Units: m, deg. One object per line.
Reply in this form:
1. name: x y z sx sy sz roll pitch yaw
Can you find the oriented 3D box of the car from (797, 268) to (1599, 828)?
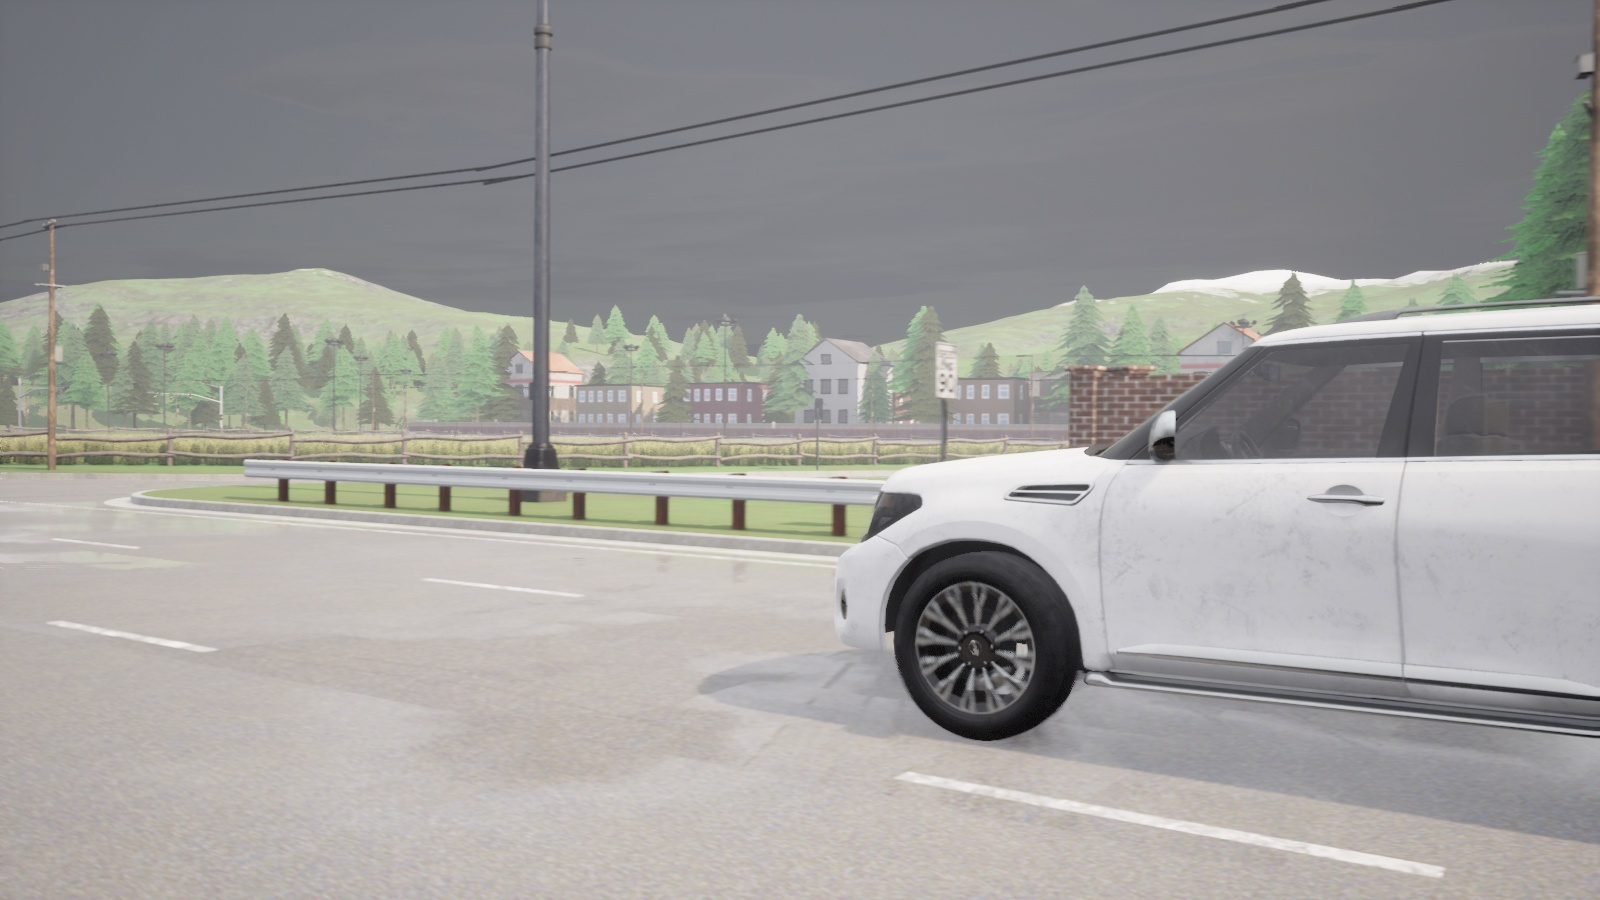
1. car: 2.904 0.344 5.890 5.566 2.045 2.150 0 1 34
